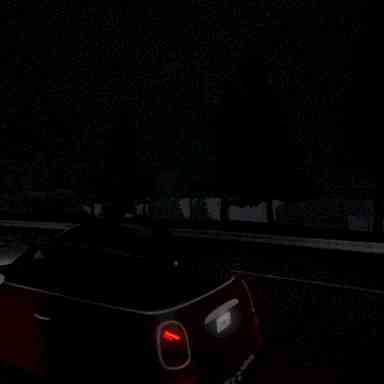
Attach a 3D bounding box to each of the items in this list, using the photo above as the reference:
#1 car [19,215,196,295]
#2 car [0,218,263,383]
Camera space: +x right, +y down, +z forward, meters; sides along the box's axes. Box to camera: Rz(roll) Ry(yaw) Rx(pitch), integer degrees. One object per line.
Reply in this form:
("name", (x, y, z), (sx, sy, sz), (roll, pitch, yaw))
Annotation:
("car", (-2.479, 1.505, 9.290), (4.892, 1.490, 1.837), (0, 0, 31))
("car", (-1.459, 1.353, 4.556), (4.553, 1.767, 2.097), (0, 0, 33))
